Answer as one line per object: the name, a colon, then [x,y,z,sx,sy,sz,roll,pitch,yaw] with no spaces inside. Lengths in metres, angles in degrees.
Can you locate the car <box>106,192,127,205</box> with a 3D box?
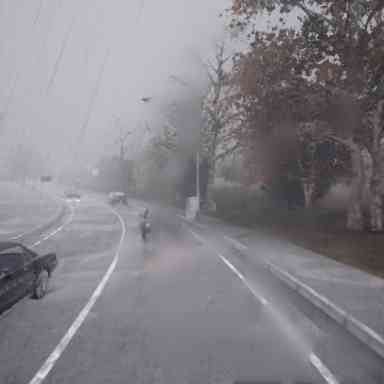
car: [-8.916,0.741,39.216,1.837,1.490,4.892,1,2,-24]

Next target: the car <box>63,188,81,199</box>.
car: [-17.257,0.180,47.638,2.033,1.411,5.357,1,2,-28]

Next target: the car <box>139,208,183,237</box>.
car: [-1.748,1.474,17.112,1.895,1.301,4.718,0,1,-11]

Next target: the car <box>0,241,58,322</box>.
car: [-3.918,1.591,5.545,1.895,1.301,4.718,0,0,-4]
